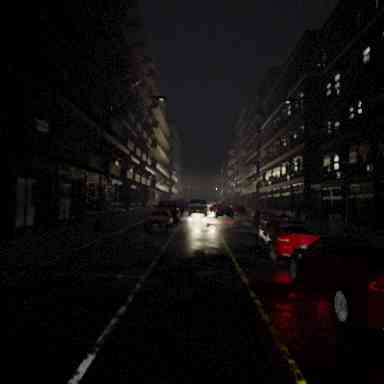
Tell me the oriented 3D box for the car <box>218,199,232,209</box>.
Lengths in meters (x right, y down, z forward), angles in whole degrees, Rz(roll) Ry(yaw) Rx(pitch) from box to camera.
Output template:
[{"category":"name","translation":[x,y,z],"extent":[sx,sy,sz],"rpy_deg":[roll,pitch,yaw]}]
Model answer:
[{"category":"car","translation":[6.582,2.395,67.021],"extent":[2.192,1.841,5.009],"rpy_deg":[3,-1,1]}]

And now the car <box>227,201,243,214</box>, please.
[{"category":"car","translation":[6.154,2.288,44.901],"extent":[1.887,1.381,4.507],"rpy_deg":[3,-1,1]}]

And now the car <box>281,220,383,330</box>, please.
[{"category":"car","translation":[3.629,1.661,7.371],"extent":[1.882,1.535,5.008],"rpy_deg":[1,-1,1]}]

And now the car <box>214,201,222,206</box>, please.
[{"category":"car","translation":[7.019,3.025,89.135],"extent":[1.802,1.307,4.206],"rpy_deg":[3,-1,1]}]

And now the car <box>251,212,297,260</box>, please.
[{"category":"car","translation":[3.751,1.787,13.372],"extent":[1.812,1.442,4.674],"rpy_deg":[1,-1,1]}]

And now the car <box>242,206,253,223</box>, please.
[{"category":"car","translation":[5.814,2.058,28.314],"extent":[2.008,1.369,4.403],"rpy_deg":[3,-1,1]}]

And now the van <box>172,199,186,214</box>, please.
[{"category":"van","translation":[-1.711,1.887,45.129],"extent":[1.690,1.788,3.998],"rpy_deg":[3,-1,1]}]

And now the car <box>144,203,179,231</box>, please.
[{"category":"car","translation":[-2.176,1.758,22.841],"extent":[1.752,1.417,4.829],"rpy_deg":[3,-1,1]}]

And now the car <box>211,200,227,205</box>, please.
[{"category":"car","translation":[3.642,2.292,48.336],"extent":[1.994,1.385,4.181],"rpy_deg":[1,-1,1]}]

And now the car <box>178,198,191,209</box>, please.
[{"category":"car","translation":[-1.371,2.112,61.714],"extent":[2.192,1.841,5.009],"rpy_deg":[3,-1,1]}]

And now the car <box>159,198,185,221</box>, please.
[{"category":"car","translation":[-2.048,1.625,28.543],"extent":[2.192,1.841,5.009],"rpy_deg":[3,-1,1]}]

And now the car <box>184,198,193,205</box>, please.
[{"category":"car","translation":[-0.809,2.562,89.357],"extent":[2.192,1.841,5.009],"rpy_deg":[3,-1,1]}]

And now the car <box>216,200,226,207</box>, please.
[{"category":"car","translation":[6.800,2.698,78.079],"extent":[1.967,1.590,4.097],"rpy_deg":[3,-1,1]}]

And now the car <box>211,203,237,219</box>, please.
[{"category":"car","translation":[3.426,2.154,36.251],"extent":[1.895,1.301,4.718],"rpy_deg":[1,-1,2]}]

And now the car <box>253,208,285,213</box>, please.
[{"category":"car","translation":[5.701,1.977,22.784],"extent":[1.887,1.381,4.507],"rpy_deg":[3,-1,1]}]

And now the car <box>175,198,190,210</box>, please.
[{"category":"car","translation":[-1.484,2.027,56.186],"extent":[2.192,1.841,5.009],"rpy_deg":[3,-1,1]}]

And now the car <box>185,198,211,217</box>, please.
[{"category":"car","translation":[0.693,1.730,38.194],"extent":[2.150,2.045,5.566],"rpy_deg":[1,-1,1]}]
